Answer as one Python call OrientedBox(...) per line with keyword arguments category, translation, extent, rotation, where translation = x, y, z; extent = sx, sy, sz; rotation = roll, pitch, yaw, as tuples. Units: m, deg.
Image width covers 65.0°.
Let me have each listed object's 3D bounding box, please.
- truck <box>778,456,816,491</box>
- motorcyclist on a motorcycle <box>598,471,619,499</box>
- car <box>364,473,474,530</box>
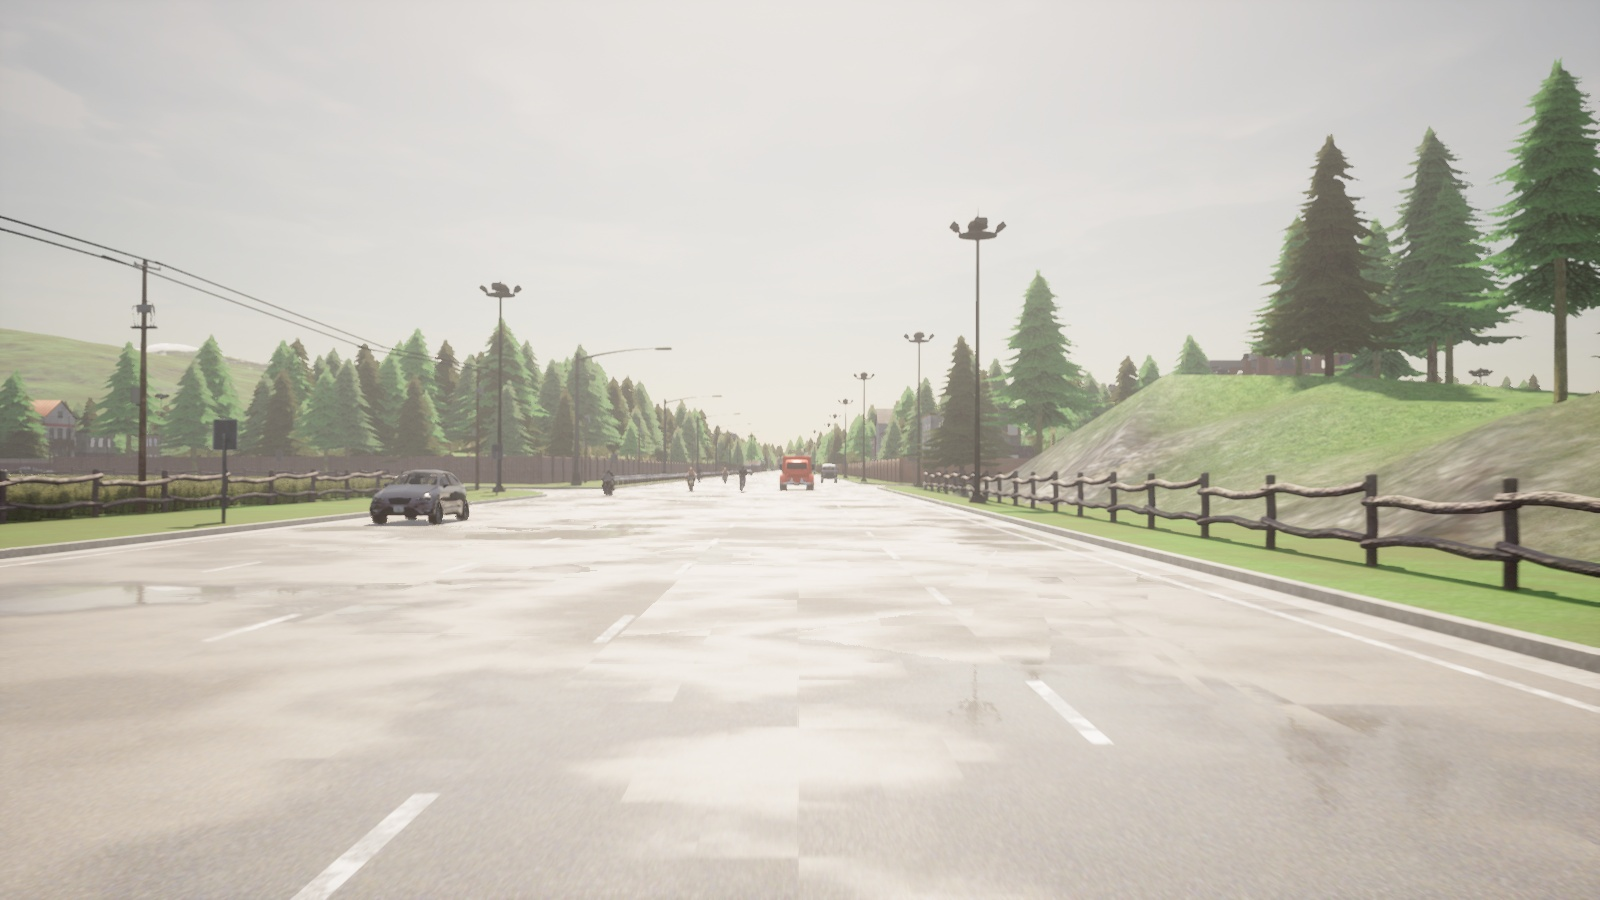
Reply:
OrientedBox(category="truck", translation=(-0.220, 1.717, 91.449), extent=(2.627, 2.467, 5.204), rotation=(0, -1, 0))
OrientedBox(category="motorcyclist on a motorcycle", translation=(-10.667, 1.950, 69.964), extent=(0.866, 1.530, 2.191), rotation=(0, -1, 0))
OrientedBox(category="car", translation=(-10.584, 1.401, 35.163), extent=(1.816, 1.474, 4.193), rotation=(0, -1, 0))
